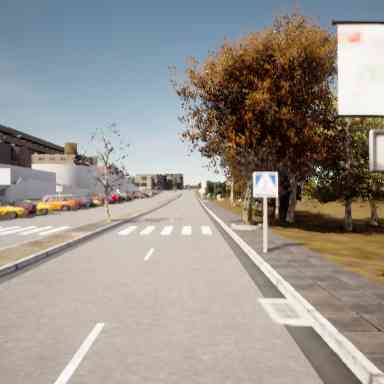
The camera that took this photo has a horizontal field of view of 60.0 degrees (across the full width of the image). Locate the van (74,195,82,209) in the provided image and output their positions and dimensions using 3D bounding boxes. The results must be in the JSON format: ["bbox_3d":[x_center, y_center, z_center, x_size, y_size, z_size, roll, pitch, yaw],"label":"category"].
[{"bbox_3d":[-16.771,1.386,42.693,4.442,1.987,1.878,-1,-1,-20],"label":"van"}]

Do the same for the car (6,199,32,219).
[{"bbox_3d":[-16.712,1.511,27.789,5.366,1.575,1.946,-1,-1,-20],"label":"car"}]

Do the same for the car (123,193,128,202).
[{"bbox_3d":[-16.838,1.280,69.516,5.566,2.045,2.435,-1,0,-20],"label":"car"}]

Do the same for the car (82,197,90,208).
[{"bbox_3d":[-16.869,1.659,45.624,4.674,1.452,2.002,-1,0,-20],"label":"car"}]

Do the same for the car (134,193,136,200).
[{"bbox_3d":[-16.847,1.481,81.433,4.674,1.452,2.002,-1,1,-20],"label":"car"}]

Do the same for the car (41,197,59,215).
[{"bbox_3d":[-16.708,1.555,33.755,5.366,1.575,1.946,-1,-1,-20],"label":"car"}]

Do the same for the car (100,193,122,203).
[{"bbox_3d":[-16.892,1.325,63.520,5.566,2.045,2.435,-1,1,-20],"label":"car"}]

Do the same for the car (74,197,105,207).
[{"bbox_3d":[-16.841,1.648,54.593,4.792,1.488,2.163,-1,0,-20],"label":"car"}]

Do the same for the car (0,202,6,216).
[{"bbox_3d":[-16.882,1.539,24.740,4.674,1.452,2.002,-1,0,-20],"label":"car"}]

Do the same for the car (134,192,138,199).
[{"bbox_3d":[-16.824,1.447,84.452,4.792,1.488,2.163,-1,0,-20],"label":"car"}]

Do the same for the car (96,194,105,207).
[{"bbox_3d":[-16.698,1.618,51.666,5.366,1.575,1.946,-1,0,-20],"label":"car"}]

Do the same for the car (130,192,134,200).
[{"bbox_3d":[-16.826,1.338,78.460,4.553,1.767,2.185,-1,1,-20],"label":"car"}]

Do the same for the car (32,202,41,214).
[{"bbox_3d":[-16.909,1.568,30.693,4.792,1.488,2.163,-1,0,-20],"label":"car"}]

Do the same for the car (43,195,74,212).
[{"bbox_3d":[-16.850,1.472,39.665,4.553,1.767,2.185,-1,0,-20],"label":"car"}]

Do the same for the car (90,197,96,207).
[{"bbox_3d":[-16.898,1.656,48.597,4.792,1.488,2.163,-1,0,-20],"label":"car"}]

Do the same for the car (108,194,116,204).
[{"bbox_3d":[-16.861,1.633,60.551,4.674,1.452,2.002,-1,1,-20],"label":"car"}]
